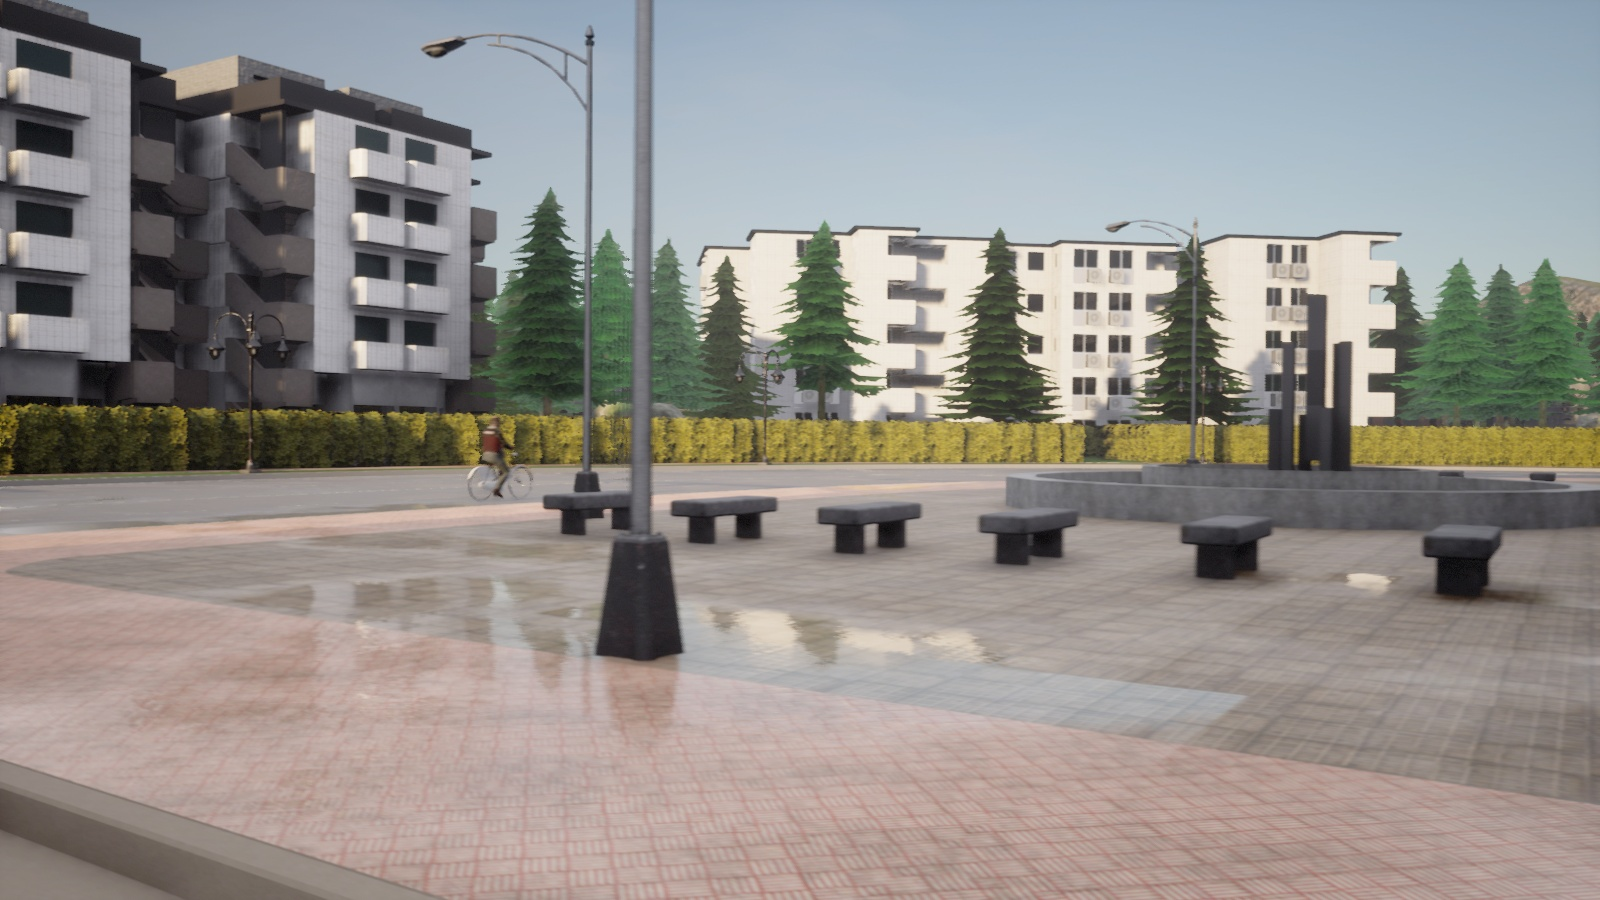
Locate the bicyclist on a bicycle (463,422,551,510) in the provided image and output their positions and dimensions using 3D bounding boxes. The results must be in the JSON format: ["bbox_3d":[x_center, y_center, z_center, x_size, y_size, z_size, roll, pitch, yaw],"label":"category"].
[{"bbox_3d":[-6.095,0.300,26.188,0.659,1.776,1.843,0,1,31],"label":"bicyclist on a bicycle"}]
